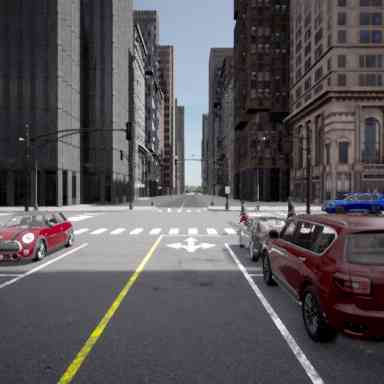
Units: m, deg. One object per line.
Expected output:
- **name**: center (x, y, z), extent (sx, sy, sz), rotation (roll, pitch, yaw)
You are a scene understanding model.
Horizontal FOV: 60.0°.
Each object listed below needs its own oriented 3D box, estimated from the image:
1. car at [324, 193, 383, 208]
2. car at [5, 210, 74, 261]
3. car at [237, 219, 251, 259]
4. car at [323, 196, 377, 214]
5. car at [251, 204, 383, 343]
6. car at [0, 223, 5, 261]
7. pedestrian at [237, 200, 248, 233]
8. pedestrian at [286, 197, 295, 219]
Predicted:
- **car**: center (15.005, 1.158, 30.880), extent (5.566, 2.045, 2.150), rotation (-1, 0, -2)
- **car**: center (-5.799, 1.437, 11.983), extent (1.967, 1.590, 4.097), rotation (0, 0, 0)
- **car**: center (2.727, 1.548, 12.008), extent (2.008, 1.369, 4.403), rotation (0, 0, 0)
- **car**: center (16.087, 1.275, 34.124), extent (4.553, 1.767, 2.097), rotation (0, 0, 0)
- **car**: center (2.741, 1.313, 6.406), extent (2.192, 1.841, 5.009), rotation (0, 0, 0)
- **car**: center (-5.783, 1.524, 6.211), extent (1.752, 1.417, 4.829), rotation (0, 0, 0)
- **pedestrian**: center (2.715, 1.289, 17.488), extent (0.375, 1.860, 0.375), rotation (0, 0, 0)
- **pedestrian**: center (5.380, 1.140, 18.094), extent (0.375, 1.860, 0.375), rotation (0, 0, 0)
